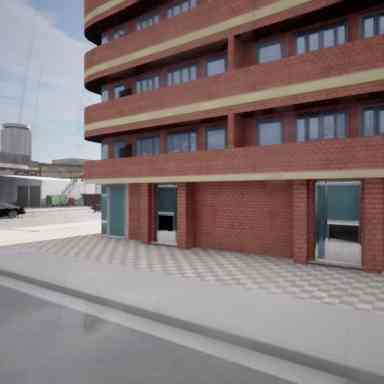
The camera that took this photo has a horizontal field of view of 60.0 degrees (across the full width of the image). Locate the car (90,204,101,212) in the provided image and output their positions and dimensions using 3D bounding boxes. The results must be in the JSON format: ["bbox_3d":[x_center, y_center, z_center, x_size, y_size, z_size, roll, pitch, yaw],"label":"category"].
[{"bbox_3d":[-9.281,1.600,38.077,1.895,1.301,4.718,0,0,34],"label":"car"}]

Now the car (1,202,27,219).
[{"bbox_3d":[-16.601,1.547,27.419,2.033,1.411,5.357,0,0,34],"label":"car"}]
